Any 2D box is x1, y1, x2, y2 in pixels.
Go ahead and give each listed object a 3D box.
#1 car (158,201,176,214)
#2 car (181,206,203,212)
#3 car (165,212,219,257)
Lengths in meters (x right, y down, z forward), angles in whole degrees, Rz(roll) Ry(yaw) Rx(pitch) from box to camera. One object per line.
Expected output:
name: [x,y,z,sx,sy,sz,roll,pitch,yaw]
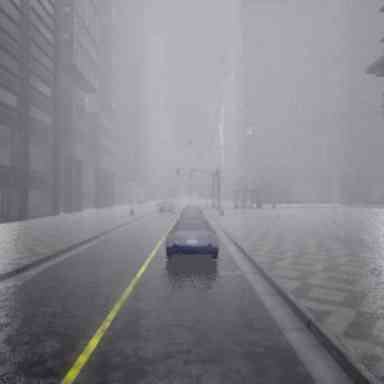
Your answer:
car: [-3.034,1.949,41.542,1.837,1.490,4.892,0,-1,0]
car: [0.014,1.869,28.485,1.994,1.385,4.181,0,-1,0]
car: [0.021,1.710,13.542,1.994,1.385,4.181,0,-1,0]
